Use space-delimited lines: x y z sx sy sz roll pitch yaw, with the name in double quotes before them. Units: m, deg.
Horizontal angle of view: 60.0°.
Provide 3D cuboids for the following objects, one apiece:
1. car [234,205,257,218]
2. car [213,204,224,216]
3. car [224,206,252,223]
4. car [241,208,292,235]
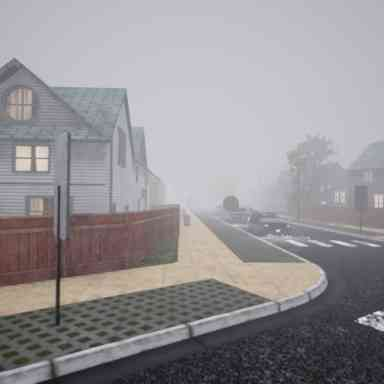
"car" 7.203 2.626 45.167 2.128 1.511 4.902 1 -2 -2
"car" 4.218 2.497 46.674 2.097 1.767 4.553 1 -2 -2
"car" 4.681 2.262 33.078 1.837 1.490 4.892 1 -2 -2
"car" 5.050 2.009 22.557 2.033 1.411 5.357 1 -2 -2
